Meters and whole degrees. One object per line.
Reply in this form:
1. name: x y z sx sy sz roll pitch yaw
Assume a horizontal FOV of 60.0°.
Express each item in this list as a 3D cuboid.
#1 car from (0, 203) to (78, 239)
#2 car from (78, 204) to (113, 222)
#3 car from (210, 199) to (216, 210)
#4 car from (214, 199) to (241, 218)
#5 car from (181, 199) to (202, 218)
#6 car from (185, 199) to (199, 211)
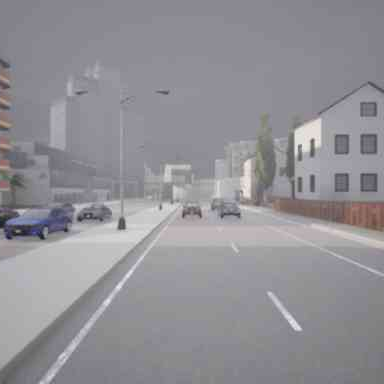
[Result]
1. car: -8.089 1.564 17.967 1.882 1.535 5.008 0 0 0
2. car: -8.052 1.698 27.864 1.994 1.385 4.181 0 0 1
3. car: 3.529 1.710 45.528 2.128 1.511 4.902 0 0 1
4. car: 3.498 1.700 31.671 2.033 1.411 5.357 0 0 0
5. car: 0.001 1.681 32.393 1.812 1.442 4.674 0 0 0
6. car: 0.037 1.748 46.258 1.812 1.442 4.674 0 0 1
